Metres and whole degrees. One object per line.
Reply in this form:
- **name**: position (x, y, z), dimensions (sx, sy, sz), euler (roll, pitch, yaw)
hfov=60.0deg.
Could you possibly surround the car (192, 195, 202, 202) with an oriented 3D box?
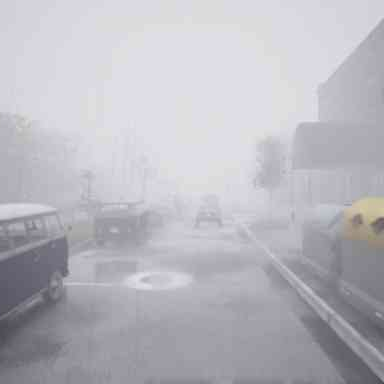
- **car**: position (1.189, 1.593, 82.895), dimensions (2.097, 1.535, 5.008), euler (0, 0, 6)

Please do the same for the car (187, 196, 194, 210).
- **car**: position (-1.270, 1.567, 44.161), dimensions (2.002, 1.452, 4.674), euler (0, 0, 4)

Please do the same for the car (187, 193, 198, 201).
- **car**: position (-0.843, 1.295, 50.893), dimensions (2.435, 2.045, 5.566), euler (0, 0, 4)

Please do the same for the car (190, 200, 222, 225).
- **car**: position (1.221, 1.561, 24.068), dimensions (2.033, 1.411, 5.357), euler (0, 0, 4)

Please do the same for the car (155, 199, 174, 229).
- **car**: position (-2.675, 1.523, 22.039), dimensions (2.163, 1.488, 4.792), euler (0, 1, 2)

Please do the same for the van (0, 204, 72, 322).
- **van**: position (-3.563, 1.254, 5.599), dimensions (1.878, 1.987, 4.442), euler (0, 1, 1)

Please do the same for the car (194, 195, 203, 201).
- **car**: position (1.892, 1.595, 93.970), dimensions (2.097, 1.535, 5.008), euler (0, 0, 6)

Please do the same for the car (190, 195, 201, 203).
- **car**: position (0.792, 1.565, 76.526), dimensions (1.946, 1.575, 5.366), euler (0, 0, 6)

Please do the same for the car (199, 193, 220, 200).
- **car**: position (2.389, 1.240, 42.560), dimensions (2.150, 2.045, 5.566), euler (0, 0, 4)

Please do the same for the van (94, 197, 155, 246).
- **van**: position (-3.086, 1.263, 15.540), dimensions (1.878, 1.987, 4.442), euler (0, 1, 1)

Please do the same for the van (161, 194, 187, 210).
- **van**: position (-1.960, 1.296, 33.212), dimensions (1.878, 1.987, 4.442), euler (0, 0, 6)

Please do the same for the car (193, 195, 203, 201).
- **car**: position (1.541, 1.605, 88.440), dimensions (2.231, 1.521, 4.892), euler (0, -1, 6)

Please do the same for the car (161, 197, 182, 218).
- **car**: position (-2.325, 1.496, 27.539), dimensions (2.231, 1.521, 4.892), euler (0, 1, 2)
